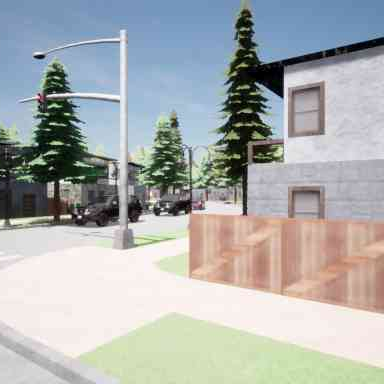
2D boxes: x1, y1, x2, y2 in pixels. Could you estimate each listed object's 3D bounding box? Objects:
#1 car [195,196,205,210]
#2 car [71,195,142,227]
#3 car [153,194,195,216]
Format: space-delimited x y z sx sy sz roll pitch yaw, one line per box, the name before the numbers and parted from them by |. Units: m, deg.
car | 0.419 1.333 42.111 2.097 1.767 4.553 0 0 9
car | -5.715 1.202 23.130 2.150 2.045 5.566 0 0 27
car | -1.830 1.202 32.509 2.150 2.045 5.566 0 0 18
